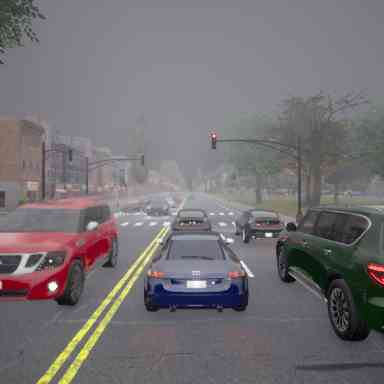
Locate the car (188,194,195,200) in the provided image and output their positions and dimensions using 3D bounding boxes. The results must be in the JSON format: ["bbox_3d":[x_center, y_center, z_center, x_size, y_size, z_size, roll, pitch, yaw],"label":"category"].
[{"bbox_3d":[-0.167,1.304,84.399,2.128,1.511,4.902,0,0,0],"label":"car"}]

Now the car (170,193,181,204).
[{"bbox_3d":[-3.405,1.165,65.210,2.150,2.045,5.566,0,1,0],"label":"car"}]

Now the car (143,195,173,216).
[{"bbox_3d":[-3.416,1.487,34.488,2.097,1.767,4.553,0,0,0],"label":"car"}]

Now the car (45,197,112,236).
[{"bbox_3d":[-6.638,1.321,20.220,2.150,2.045,5.566,0,0,0],"label":"car"}]

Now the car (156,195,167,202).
[{"bbox_3d":[-6.643,1.433,72.362,1.994,1.385,4.181,0,1,0],"label":"car"}]

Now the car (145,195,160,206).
[{"bbox_3d":[-6.697,1.372,56.930,2.097,1.767,4.553,0,0,0],"label":"car"}]

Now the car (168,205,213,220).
[{"bbox_3d":[0.008,1.582,16.675,1.837,1.490,4.892,0,0,1],"label":"car"}]

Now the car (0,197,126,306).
[{"bbox_3d":[-3.365,1.243,8.401,2.150,2.045,5.566,0,0,0],"label":"car"}]

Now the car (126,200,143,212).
[{"bbox_3d":[-6.897,1.652,40.395,1.812,1.442,4.674,0,0,5],"label":"car"}]

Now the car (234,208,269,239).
[{"bbox_3d":[3.262,1.581,16.503,1.837,1.490,4.892,0,0,0],"label":"car"}]

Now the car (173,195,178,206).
[{"bbox_3d":[-3.442,1.614,48.219,1.812,1.442,4.674,0,0,0],"label":"car"}]

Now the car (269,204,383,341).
[{"bbox_3d":[3.314,1.235,6.641,2.150,2.045,5.566,0,0,0],"label":"car"}]

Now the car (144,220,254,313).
[{"bbox_3d":[0.065,1.583,7.787,1.994,1.385,4.181,0,0,0],"label":"car"}]
